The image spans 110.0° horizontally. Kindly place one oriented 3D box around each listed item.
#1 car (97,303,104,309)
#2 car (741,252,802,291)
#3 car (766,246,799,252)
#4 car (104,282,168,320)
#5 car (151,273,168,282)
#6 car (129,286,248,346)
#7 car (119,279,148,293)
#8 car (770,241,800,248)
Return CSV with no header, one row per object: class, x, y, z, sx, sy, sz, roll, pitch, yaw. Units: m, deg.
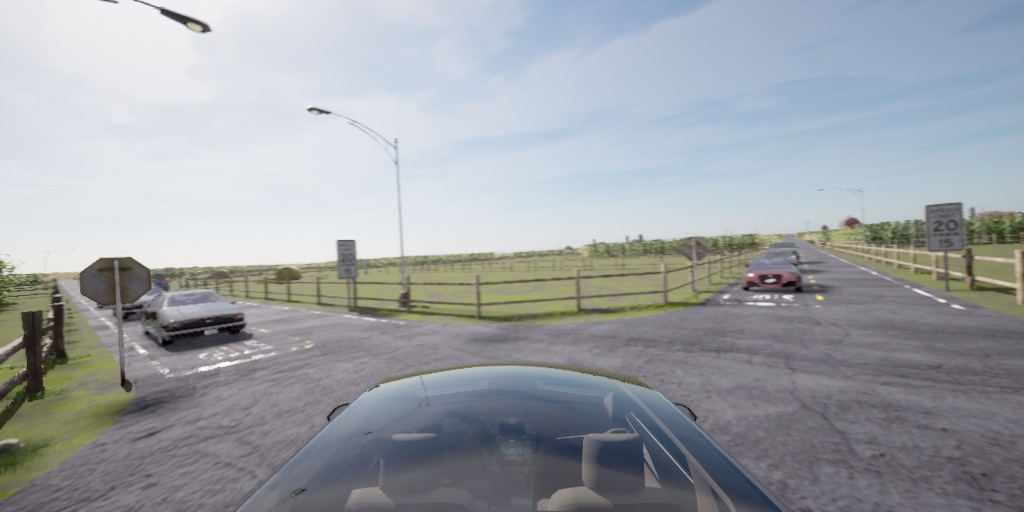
car,-26.275,2.635,24.041,4.181,1.385,1.994,-3,0,38
car,11.344,0.717,15.729,1.994,1.385,4.181,-3,0,37
car,17.724,0.314,23.830,1.837,1.490,4.892,-3,0,38
car,-18.362,2.220,17.807,5.357,1.411,2.033,-3,0,38
car,-35.175,2.727,34.771,5.566,2.045,2.150,-3,0,38
car,-10.446,1.821,11.579,5.357,1.411,2.033,-3,0,38
car,-44.336,3.468,41.993,4.892,1.490,1.837,-3,0,38
car,24.373,-0.335,32.252,2.150,2.045,5.566,-3,0,39
